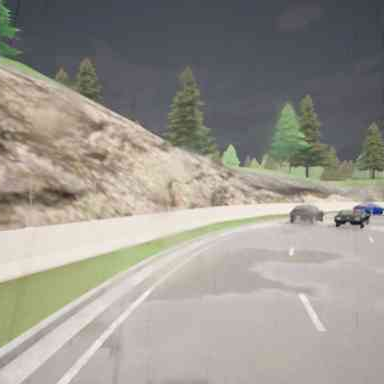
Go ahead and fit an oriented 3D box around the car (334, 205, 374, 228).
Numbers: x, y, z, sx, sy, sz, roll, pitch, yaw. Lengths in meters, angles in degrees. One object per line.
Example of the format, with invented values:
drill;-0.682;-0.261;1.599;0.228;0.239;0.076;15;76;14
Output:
car;12.061;1.919;24.848;1.895;1.301;4.718;0;-1;34

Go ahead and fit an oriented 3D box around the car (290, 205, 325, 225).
car;9.737;1.848;27.899;1.837;1.490;4.892;0;-2;36

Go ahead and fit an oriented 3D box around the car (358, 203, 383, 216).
car;20.449;1.973;38.383;5.008;1.535;1.882;0;-1;-37
